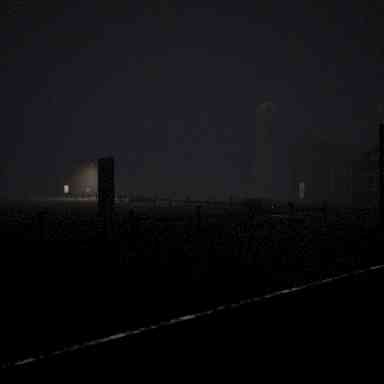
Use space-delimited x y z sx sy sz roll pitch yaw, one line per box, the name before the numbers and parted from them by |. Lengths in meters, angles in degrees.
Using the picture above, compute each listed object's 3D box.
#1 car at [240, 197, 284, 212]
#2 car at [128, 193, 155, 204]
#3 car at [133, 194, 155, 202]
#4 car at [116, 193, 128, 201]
car | 6.843 1.302 32.823 1.837 1.490 4.892 -1 1 -36
car | -7.810 1.106 53.250 2.033 1.411 5.357 -1 1 -35
car | -8.677 1.084 59.318 1.895 1.301 4.718 -1 1 -36
car | -13.535 0.905 66.048 1.837 1.490 4.892 -1 1 -36
